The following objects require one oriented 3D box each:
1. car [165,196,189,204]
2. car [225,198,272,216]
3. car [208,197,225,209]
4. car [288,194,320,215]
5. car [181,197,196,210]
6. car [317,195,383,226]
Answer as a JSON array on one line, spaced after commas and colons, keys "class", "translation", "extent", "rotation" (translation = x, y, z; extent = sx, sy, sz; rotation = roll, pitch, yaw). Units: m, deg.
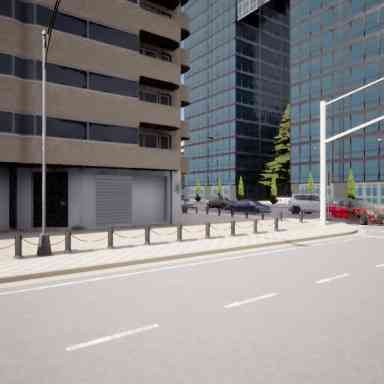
[{"class": "car", "translation": [-3.009, 1.491, 63.589], "extent": [2.033, 1.411, 5.357], "rotation": [0, 0, -35]}, {"class": "car", "translation": [5.695, 1.470, 32.675], "extent": [1.812, 1.442, 4.674], "rotation": [0, 0, -36]}, {"class": "car", "translation": [3.925, 1.437, 41.204], "extent": [2.128, 1.511, 4.902], "rotation": [0, 0, -35]}, {"class": "car", "translation": [11.510, 1.165, 30.599], "extent": [2.150, 2.045, 5.566], "rotation": [0, 0, -36]}, {"class": "car", "translation": [-1.397, 1.470, 42.703], "extent": [1.812, 1.442, 4.674], "rotation": [0, 0, -35]}, {"class": "car", "translation": [11.433, 1.306, 23.341], "extent": [2.097, 1.767, 4.553], "rotation": [0, 1, -23]}]
